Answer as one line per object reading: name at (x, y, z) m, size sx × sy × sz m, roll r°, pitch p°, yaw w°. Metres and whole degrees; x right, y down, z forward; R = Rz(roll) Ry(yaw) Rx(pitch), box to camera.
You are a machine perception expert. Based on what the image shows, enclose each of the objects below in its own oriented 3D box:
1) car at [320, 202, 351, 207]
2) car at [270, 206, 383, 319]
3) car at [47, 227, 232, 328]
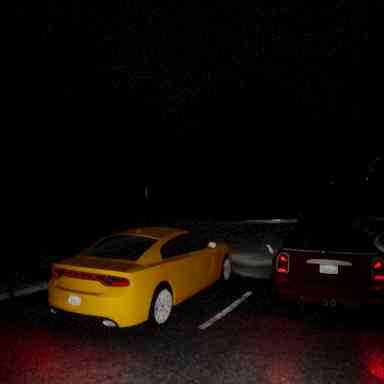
car at (10.475, 1.441, 25.517) m, size 4.718 × 1.301 × 1.895 m, roll -2°, pitch 0°, yaw -4°
car at (3.133, 1.382, 7.814) m, size 2.097 × 1.767 × 4.553 m, roll 0°, pitch 0°, yaw 20°
car at (-0.673, 1.503, 7.257) m, size 1.882 × 1.535 × 5.008 m, roll 0°, pitch 0°, yaw 27°
